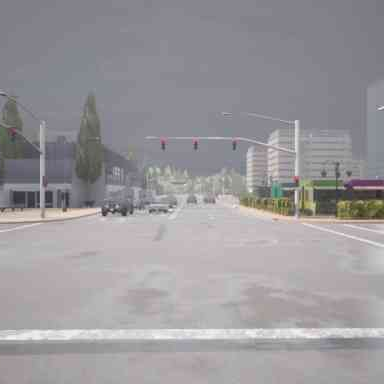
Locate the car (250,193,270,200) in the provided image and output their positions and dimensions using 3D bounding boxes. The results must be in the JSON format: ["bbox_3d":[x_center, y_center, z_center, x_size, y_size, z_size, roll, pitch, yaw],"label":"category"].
[{"bbox_3d":[17.750,1.153,86.834,4.605,1.855,1.932,0,0,-2],"label":"car"}]

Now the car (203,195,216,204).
[{"bbox_3d":[3.486,1.491,63.663,2.128,1.511,4.902,0,0,0],"label":"car"}]

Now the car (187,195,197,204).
[{"bbox_3d":[-0.014,1.491,63.662,2.128,1.511,4.902,0,0,0],"label":"car"}]

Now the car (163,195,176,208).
[{"bbox_3d":[-3.608,1.505,46.100,1.837,1.490,4.892,0,0,0],"label":"car"}]

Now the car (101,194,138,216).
[{"bbox_3d":[-7.121,1.221,32.443,2.150,2.045,5.566,0,0,1],"label":"car"}]

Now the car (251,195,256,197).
[{"bbox_3d":[17.770,1.156,83.939,3.866,1.878,1.905,0,0,-2],"label":"car"}]

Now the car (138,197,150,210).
[{"bbox_3d":[-7.109,1.491,42.331,2.128,1.511,4.902,0,0,0],"label":"car"}]

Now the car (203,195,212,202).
[{"bbox_3d":[3.484,1.397,73.938,1.812,1.442,4.674,0,0,0],"label":"car"}]

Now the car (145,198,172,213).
[{"bbox_3d":[-3.609,1.601,36.785,1.895,1.301,4.718,0,0,0],"label":"car"}]

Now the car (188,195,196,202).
[{"bbox_3d":[-0.016,1.372,73.936,1.837,1.490,4.892,0,0,0],"label":"car"}]
